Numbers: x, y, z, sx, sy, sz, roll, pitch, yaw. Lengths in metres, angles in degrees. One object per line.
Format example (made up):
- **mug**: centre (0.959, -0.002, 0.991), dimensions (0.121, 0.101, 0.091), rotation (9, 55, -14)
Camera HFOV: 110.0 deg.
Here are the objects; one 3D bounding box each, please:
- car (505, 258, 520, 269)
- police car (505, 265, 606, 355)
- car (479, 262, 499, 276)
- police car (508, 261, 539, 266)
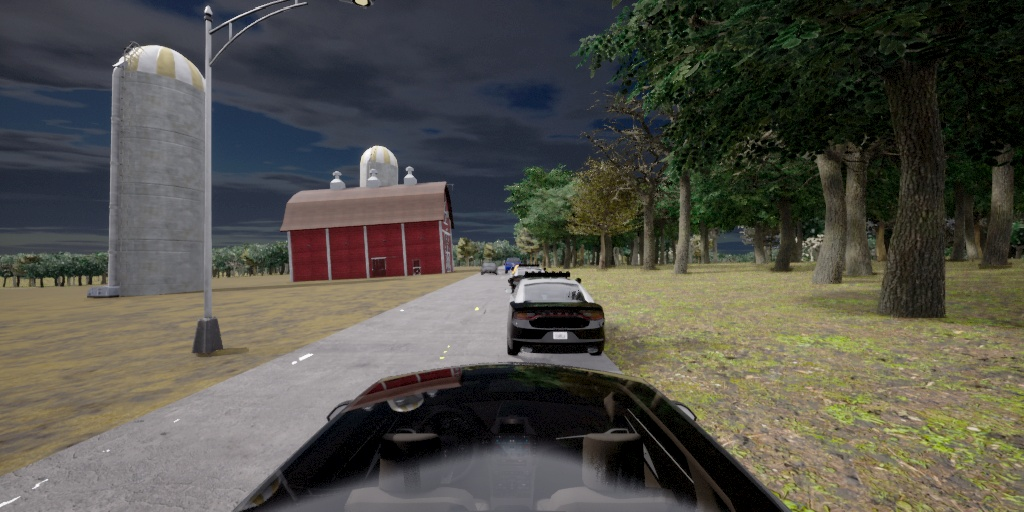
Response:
- **car**: centre (0.207, 1.265, 47.309), dimensions (2.150, 2.045, 5.566), rotation (0, 0, 0)
- **police car**: centre (0.851, 1.187, 8.828), dimensions (1.930, 1.638, 5.238), rotation (0, 0, 0)
- **car**: centre (-2.602, 1.499, 41.687), dimensions (1.837, 1.490, 4.892), rotation (0, -1, 0)
- **police car**: centre (0.888, 1.231, 18.832), dimensions (1.930, 1.638, 5.238), rotation (0, 0, 0)
